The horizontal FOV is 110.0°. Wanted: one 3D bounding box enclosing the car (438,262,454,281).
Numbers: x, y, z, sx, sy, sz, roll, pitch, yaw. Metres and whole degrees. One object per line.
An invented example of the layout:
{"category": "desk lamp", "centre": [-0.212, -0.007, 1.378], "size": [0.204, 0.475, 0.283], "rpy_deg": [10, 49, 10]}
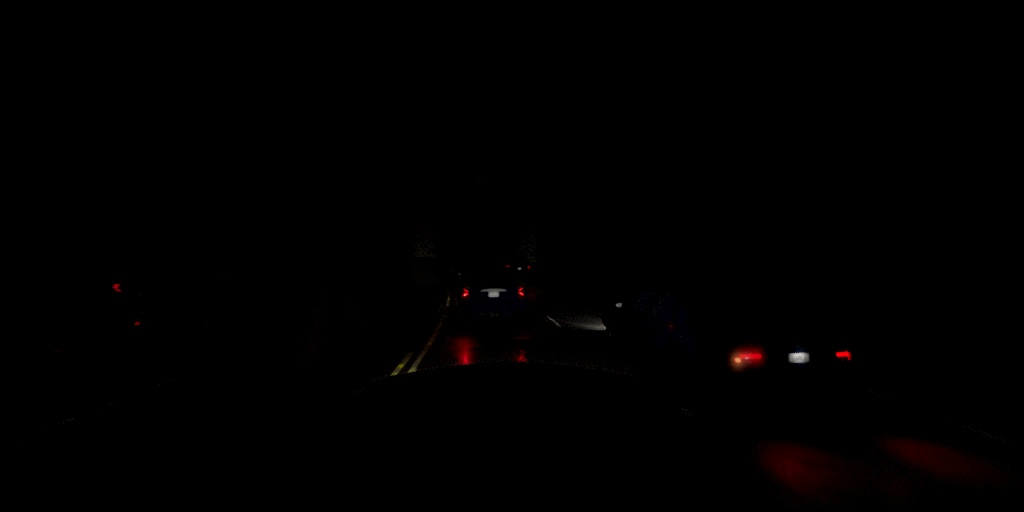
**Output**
{"category": "car", "centre": [-4.935, 1.228, 29.800], "size": [1.882, 1.535, 5.008], "rpy_deg": [0, 0, -21]}

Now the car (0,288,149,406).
{"category": "car", "centre": [-7.309, 1.337, 4.505], "size": [1.994, 1.385, 4.181], "rpy_deg": [0, 0, -3]}

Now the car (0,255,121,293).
{"category": "car", "centre": [-10.877, 1.006, 6.772], "size": [2.150, 2.045, 5.566], "rpy_deg": [0, 0, -4]}

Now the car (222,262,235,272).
{"category": "car", "centre": [-35.532, 1.393, 47.383], "size": [5.357, 1.411, 2.033], "rpy_deg": [0, 0, 15]}

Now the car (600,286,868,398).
{"category": "car", "centre": [3.333, 1.283, 6.864], "size": [2.033, 1.411, 5.357], "rpy_deg": [0, 0, -4]}

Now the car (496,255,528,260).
{"category": "car", "centre": [-0.242, 0.957, 27.085], "size": [2.150, 2.045, 5.566], "rpy_deg": [0, 0, -17]}

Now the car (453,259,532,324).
{"category": "car", "centre": [-0.752, 1.099, 12.156], "size": [2.097, 1.767, 4.553], "rpy_deg": [0, 0, -7]}
